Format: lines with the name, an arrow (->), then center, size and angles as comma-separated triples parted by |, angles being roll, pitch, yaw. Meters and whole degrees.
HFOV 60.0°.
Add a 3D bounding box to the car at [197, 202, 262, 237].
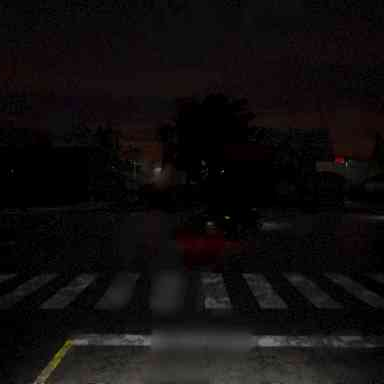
car -> 1.990, 1.247, 16.638 | 1.882, 1.535, 5.008 | -1, 0, 28
